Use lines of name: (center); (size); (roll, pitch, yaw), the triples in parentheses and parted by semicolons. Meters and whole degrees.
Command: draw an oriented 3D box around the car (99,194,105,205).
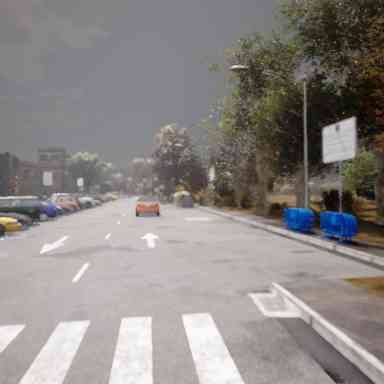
car: (-16.207, 1.414, 49.170); (5.366, 1.575, 1.946); (-2, 0, -28)

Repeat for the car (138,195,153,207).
car: (-6.944, 1.270, 49.407); (2.128, 1.511, 4.902); (-1, 0, -9)

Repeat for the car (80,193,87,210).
car: (-14.626, 1.337, 37.199); (4.553, 1.767, 2.185); (-2, 1, -28)

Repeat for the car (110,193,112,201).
car: (-18.493, 1.421, 63.948); (4.792, 1.488, 2.163); (-2, 0, -28)

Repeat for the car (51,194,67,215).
car: (-13.397, 1.377, 28.265); (4.553, 1.767, 2.185); (-2, 0, -28)

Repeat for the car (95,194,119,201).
car: (-20.989, 1.368, 81.834); (5.366, 1.575, 1.946); (-2, 0, -28)

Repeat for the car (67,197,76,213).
car: (-13.794, 1.529, 31.247); (4.674, 1.452, 2.002); (-2, 0, -28)

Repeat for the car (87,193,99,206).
car: (-15.496, 1.189, 43.149); (5.566, 2.045, 2.435); (-2, 0, -28)

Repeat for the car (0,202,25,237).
car: (-11.452, 1.548, 16.475); (5.366, 1.575, 1.946); (-2, 0, -28)

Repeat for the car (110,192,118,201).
car: (-20.274, 1.382, 75.807); (4.892, 1.521, 2.231); (-2, 0, -28)

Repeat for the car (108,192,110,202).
car: (-18.121, 1.272, 60.950); (4.553, 1.767, 2.185); (-2, 0, -28)

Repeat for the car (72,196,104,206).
car: (-17.223, 1.448, 55.020); (4.674, 1.452, 2.002); (-2, 1, -28)

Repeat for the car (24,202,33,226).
car: (-12.060, 1.583, 19.359); (4.674, 1.452, 2.002); (-2, 0, -28)

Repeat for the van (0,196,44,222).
van: (-12.600, 1.307, 22.268); (4.442, 1.987, 1.878); (-2, 1, -28)

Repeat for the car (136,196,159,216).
car: (-4.222, 1.198, 31.386); (2.097, 1.767, 4.553); (-1, 0, -9)

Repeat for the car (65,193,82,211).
car: (-14.197, 1.349, 34.228); (4.553, 1.767, 2.185); (-2, 1, -28)

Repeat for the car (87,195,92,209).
car: (-15.060, 1.481, 40.182); (4.792, 1.488, 2.163); (-2, 0, -28)

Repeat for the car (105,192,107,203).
car: (-16.795, 1.164, 52.072); (5.566, 2.045, 2.435); (-2, 0, -28)

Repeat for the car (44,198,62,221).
car: (-12.920, 1.515, 25.300); (5.008, 1.535, 2.097); (-2, 1, -28)

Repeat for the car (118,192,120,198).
car: (-20.545, 1.370, 78.865); (5.366, 1.575, 1.946); (-2, 0, -28)

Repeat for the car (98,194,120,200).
car: (-22.660, 1.364, 90.568); (5.366, 1.575, 1.946); (-2, 1, -29)
